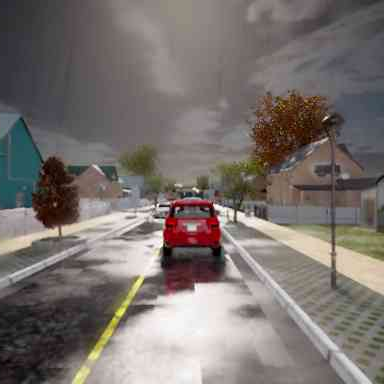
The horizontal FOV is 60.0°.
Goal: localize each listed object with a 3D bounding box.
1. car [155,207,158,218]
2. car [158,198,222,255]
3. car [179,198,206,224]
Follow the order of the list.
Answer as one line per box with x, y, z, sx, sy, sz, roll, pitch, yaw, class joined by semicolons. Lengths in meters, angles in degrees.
-2.740;1.898;34.362;1.812;1.442;4.674;0;-1;0;car
0.007;1.359;14.014;2.150;2.045;5.566;0;-1;0;car
0.014;1.527;29.023;2.150;2.045;5.566;0;-1;0;car
